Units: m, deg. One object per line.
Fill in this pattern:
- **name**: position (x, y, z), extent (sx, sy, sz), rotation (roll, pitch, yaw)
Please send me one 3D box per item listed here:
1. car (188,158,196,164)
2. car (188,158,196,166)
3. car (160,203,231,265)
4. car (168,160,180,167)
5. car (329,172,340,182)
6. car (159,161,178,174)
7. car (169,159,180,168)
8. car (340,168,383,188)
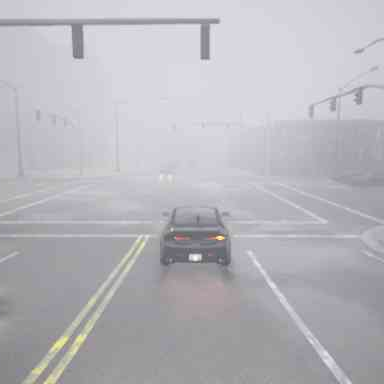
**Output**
- **car**: position (0.002, -8.127, 86.813), extent (1.812, 1.442, 4.674), rotation (0, 7, 0)
- **car**: position (0.002, -6.510, 73.334), extent (1.837, 1.490, 4.892), rotation (0, 7, 0)
- **car**: position (0.114, 1.082, 10.197), extent (1.837, 1.490, 4.892), rotation (0, 5, 1)
- **car**: position (-3.566, -4.769, 57.809), extent (2.097, 1.767, 4.553), rotation (0, 7, 0)
- **car**: position (16.275, -1.632, 33.191), extent (4.902, 1.511, 2.128), rotation (0, 7, 0)
- **car**: position (-3.596, -3.332, 47.629), extent (2.033, 1.411, 5.357), rotation (0, 7, 0)
- **car**: position (-3.498, -5.886, 68.027), extent (1.882, 1.535, 5.008), rotation (0, 7, 0)
- **car**: position (16.643, -1.153, 29.725), extent (5.357, 1.411, 2.033), rotation (0, 7, 2)
